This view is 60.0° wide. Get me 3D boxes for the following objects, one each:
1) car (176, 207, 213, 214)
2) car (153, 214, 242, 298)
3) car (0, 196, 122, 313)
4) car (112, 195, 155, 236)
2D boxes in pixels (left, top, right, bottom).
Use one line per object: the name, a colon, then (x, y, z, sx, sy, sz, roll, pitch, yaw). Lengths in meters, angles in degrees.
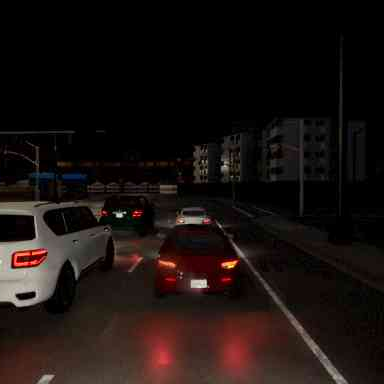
car: (0.108, 1.490, 17.503, 1.812, 1.442, 4.674, 0, 0, 1)
car: (0.117, 1.521, 8.416, 1.812, 1.442, 4.674, 0, 0, 0)
car: (-3.386, 1.218, 7.772, 2.150, 2.045, 5.566, 0, 0, 0)
car: (-3.359, 1.179, 18.131, 2.150, 2.045, 5.566, 0, 0, 0)
